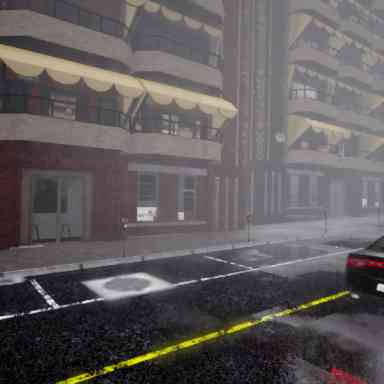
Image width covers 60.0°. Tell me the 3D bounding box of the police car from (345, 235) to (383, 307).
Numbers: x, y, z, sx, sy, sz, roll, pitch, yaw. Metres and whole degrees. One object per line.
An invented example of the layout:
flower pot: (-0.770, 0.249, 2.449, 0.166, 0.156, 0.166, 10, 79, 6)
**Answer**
police car: (5.359, 1.430, 7.103, 5.238, 1.638, 1.930, 0, 0, -35)
